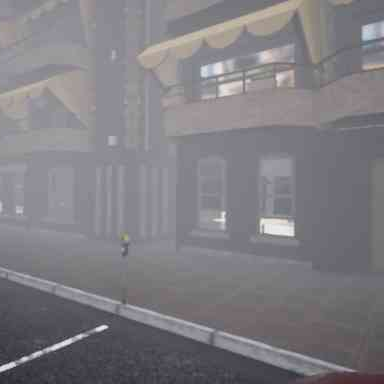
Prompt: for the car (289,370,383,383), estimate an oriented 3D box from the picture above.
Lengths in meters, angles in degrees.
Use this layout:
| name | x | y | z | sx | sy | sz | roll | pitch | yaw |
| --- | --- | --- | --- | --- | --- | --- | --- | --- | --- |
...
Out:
| name | x | y | z | sx | sy | sz | roll | pitch | yaw |
| --- | --- | --- | --- | --- | --- | --- | --- | --- | --- |
| car | 2.262 | 1.592 | 1.262 | 4.206 | 1.307 | 1.802 | 1 | 0 | 35 |
